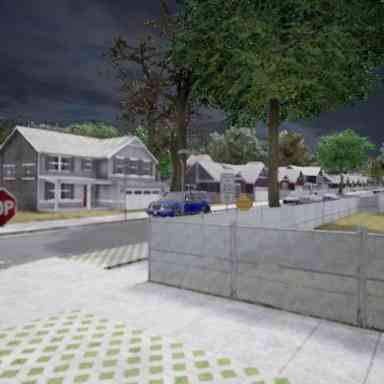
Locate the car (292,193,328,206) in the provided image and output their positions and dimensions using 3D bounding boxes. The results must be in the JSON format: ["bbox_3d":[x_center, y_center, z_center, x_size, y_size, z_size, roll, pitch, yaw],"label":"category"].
[{"bbox_3d":[14.256,1.021,39.962,2.128,1.511,4.902,2,2,36],"label":"car"}]

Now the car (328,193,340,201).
[{"bbox_3d":[20.243,0.900,48.456,1.812,1.442,4.674,2,2,35],"label":"car"}]

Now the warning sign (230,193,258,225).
[{"bbox_3d":[3.116,0.978,20.003,1.300,1.860,1.060,1,0,35],"label":"warning sign"}]

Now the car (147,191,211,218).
[{"bbox_3d":[-0.773,0.957,23.778,2.150,2.045,5.566,2,2,35],"label":"car"}]

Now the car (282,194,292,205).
[{"bbox_3d":[13.637,0.974,43.941,2.033,1.411,5.357,2,2,36],"label":"car"}]
